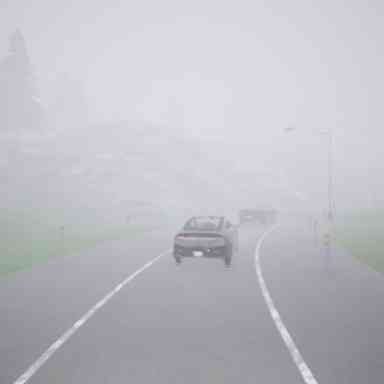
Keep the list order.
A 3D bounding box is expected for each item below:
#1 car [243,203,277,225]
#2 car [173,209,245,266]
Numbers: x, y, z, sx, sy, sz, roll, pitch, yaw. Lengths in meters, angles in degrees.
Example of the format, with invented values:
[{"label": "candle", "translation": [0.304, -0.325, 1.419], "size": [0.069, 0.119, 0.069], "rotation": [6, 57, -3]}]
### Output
[{"label": "car", "translation": [5.157, 1.595, 25.648], "size": [1.882, 1.535, 5.008], "rotation": [0, 1, 27]}, {"label": "car", "translation": [0.655, 1.610, 12.100], "size": [2.128, 1.511, 4.902], "rotation": [0, 0, 11]}]
